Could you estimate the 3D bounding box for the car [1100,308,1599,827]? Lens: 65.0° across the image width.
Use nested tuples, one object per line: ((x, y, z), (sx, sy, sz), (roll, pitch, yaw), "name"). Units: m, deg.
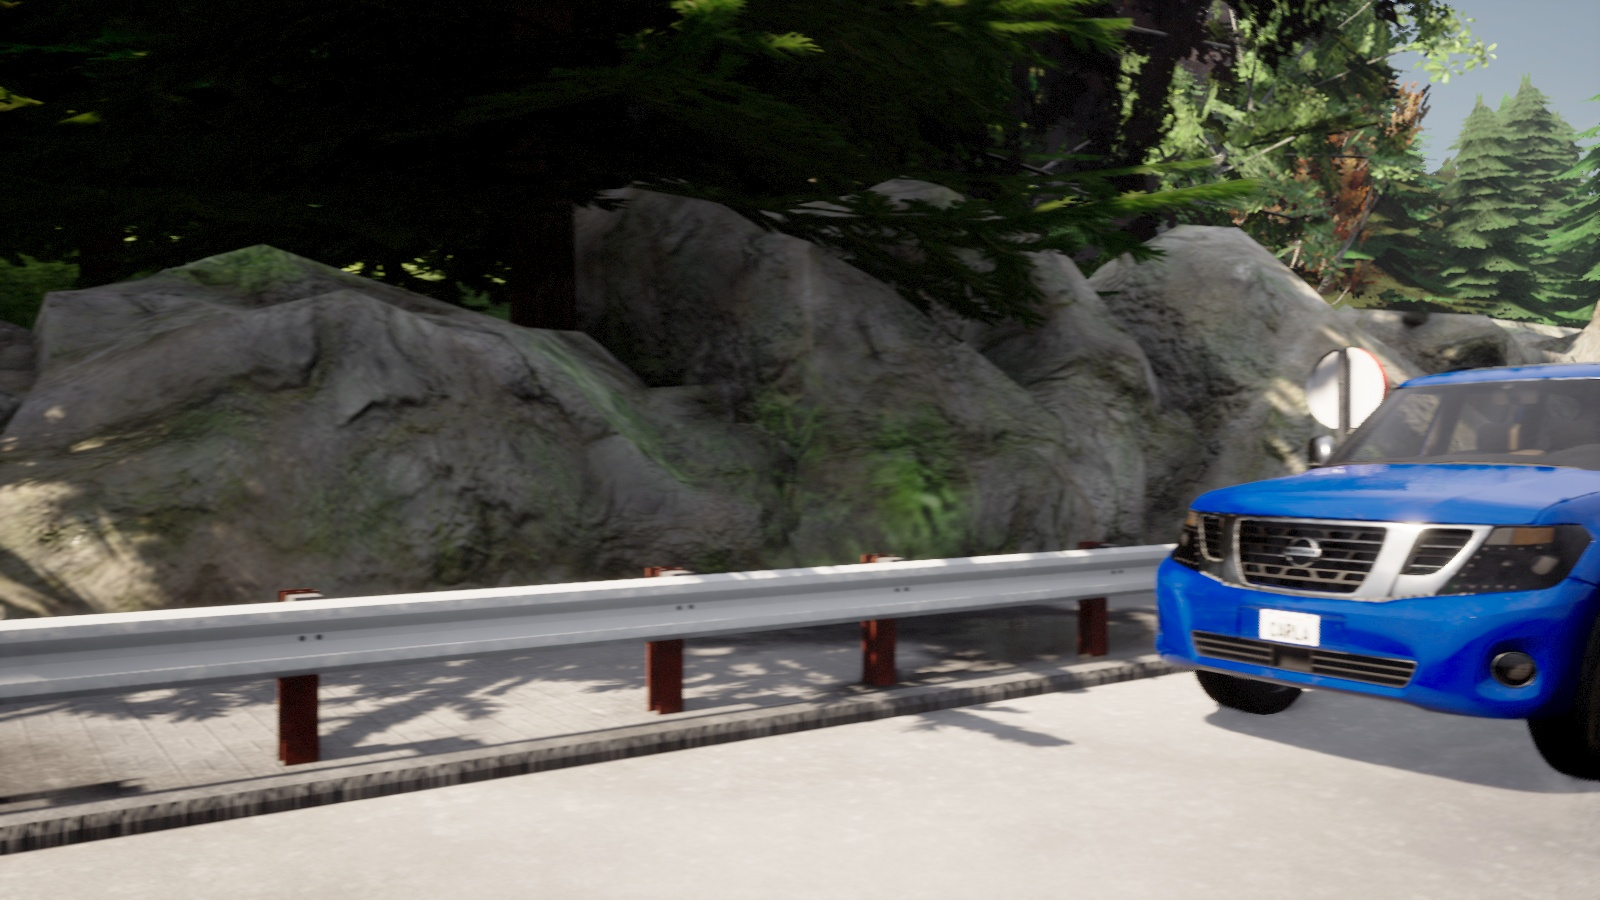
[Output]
((4.519, 0.449, 7.408), (5.566, 2.045, 2.150), (0, 0, -34), "car")
